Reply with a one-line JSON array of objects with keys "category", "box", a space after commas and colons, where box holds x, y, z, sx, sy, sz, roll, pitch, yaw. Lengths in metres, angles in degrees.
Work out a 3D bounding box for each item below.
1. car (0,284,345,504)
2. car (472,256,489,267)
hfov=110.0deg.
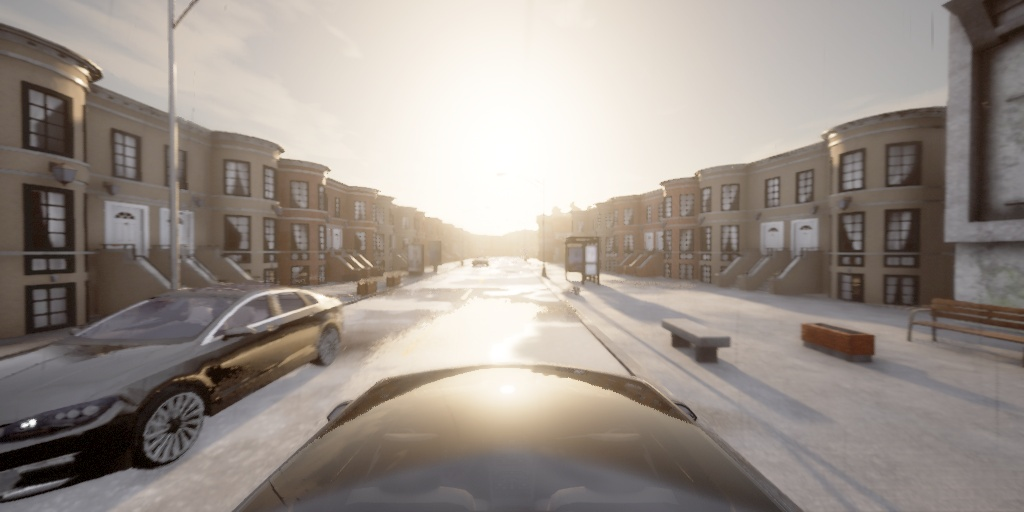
[{"category": "car", "box": [-4.097, 1.196, 4.887, 2.128, 1.511, 4.902, 0, 1, 0]}, {"category": "car", "box": [-4.037, 0.669, 46.863, 1.994, 1.385, 4.181, 0, 1, 1]}]
